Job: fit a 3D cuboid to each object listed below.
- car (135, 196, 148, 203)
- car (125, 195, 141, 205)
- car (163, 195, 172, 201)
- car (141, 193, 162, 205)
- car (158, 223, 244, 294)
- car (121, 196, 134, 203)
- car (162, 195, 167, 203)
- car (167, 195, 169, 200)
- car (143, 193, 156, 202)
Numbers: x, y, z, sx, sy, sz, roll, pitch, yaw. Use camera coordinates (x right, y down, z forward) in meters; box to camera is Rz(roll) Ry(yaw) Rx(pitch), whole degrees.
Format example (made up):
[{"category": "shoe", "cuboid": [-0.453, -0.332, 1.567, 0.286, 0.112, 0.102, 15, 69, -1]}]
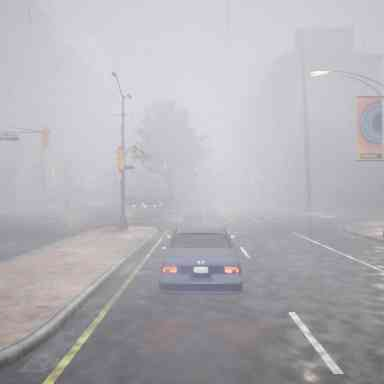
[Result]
[{"category": "car", "cuboid": [-10.254, 1.505, 68.025, 1.837, 1.490, 4.892, 0, 0, 1]}, {"category": "car", "cuboid": [-10.515, 1.352, 57.850, 2.097, 1.767, 4.553, 0, 0, 1]}, {"category": "car", "cuboid": [-6.400, 1.478, 86.611, 1.882, 1.535, 5.008, 0, 0, 1]}, {"category": "car", "cuboid": [-7.015, 1.352, 57.972, 2.097, 1.767, 4.553, 0, 0, 1]}, {"category": "car", "cuboid": [0.229, 1.547, 8.920, 2.033, 1.411, 5.357, 0, 0, 1]}, {"category": "car", "cuboid": [-13.464, 1.595, 69.814, 1.895, 1.301, 4.718, 0, 0, 1]}, {"category": "car", "cuboid": [-6.799, 1.352, 66.744, 2.097, 1.767, 4.553, 0, 0, 1]}, {"category": "car", "cuboid": [-6.588, 1.525, 76.518, 2.128, 1.511, 4.902, 0, 0, 1]}, {"category": "car", "cuboid": [-10.048, 1.225, 78.710, 2.150, 2.045, 5.566, 0, 0, 1]}]
